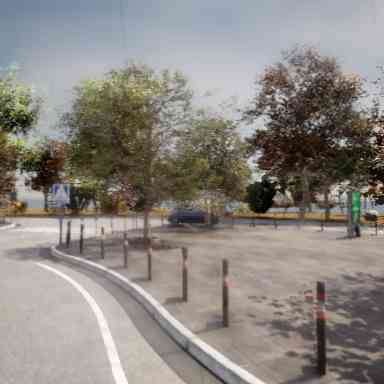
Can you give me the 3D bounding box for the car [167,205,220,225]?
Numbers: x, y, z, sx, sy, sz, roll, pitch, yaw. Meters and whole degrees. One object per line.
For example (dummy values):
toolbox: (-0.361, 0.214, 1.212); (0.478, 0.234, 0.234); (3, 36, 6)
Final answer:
car: (0.142, 1.986, 29.149); (4.553, 1.767, 2.097); (0, -1, -6)
